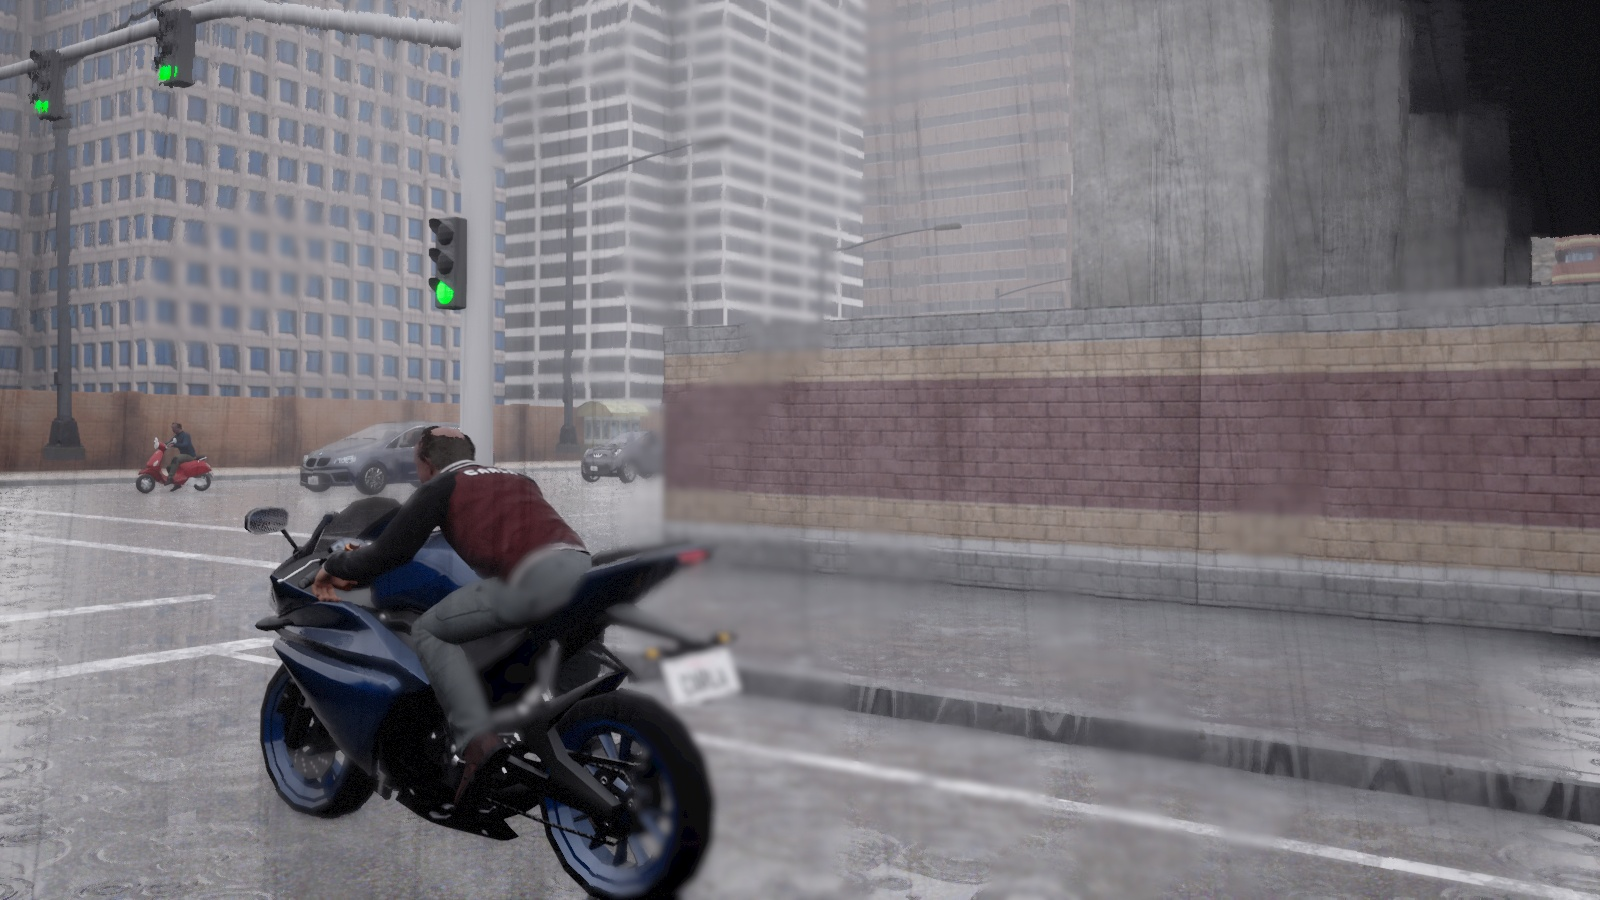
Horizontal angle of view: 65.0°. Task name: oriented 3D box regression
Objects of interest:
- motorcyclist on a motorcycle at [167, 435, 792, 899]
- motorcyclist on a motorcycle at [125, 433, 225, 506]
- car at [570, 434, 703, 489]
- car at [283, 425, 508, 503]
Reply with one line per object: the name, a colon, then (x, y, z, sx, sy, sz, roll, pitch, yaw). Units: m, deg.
motorcyclist on a motorcycle: (-1.184, 0.717, 4.410, 2.191, 1.530, 0.866, 0, 1, 34)
motorcyclist on a motorcycle: (-14.162, 0.424, 28.516, 0.866, 1.590, 1.817, 0, 1, 34)
car: (-4.681, 0.292, 36.289, 1.845, 1.501, 3.633, 0, 1, 34)
car: (-9.350, 0.259, 29.396, 2.242, 1.667, 4.611, 0, 1, 34)
